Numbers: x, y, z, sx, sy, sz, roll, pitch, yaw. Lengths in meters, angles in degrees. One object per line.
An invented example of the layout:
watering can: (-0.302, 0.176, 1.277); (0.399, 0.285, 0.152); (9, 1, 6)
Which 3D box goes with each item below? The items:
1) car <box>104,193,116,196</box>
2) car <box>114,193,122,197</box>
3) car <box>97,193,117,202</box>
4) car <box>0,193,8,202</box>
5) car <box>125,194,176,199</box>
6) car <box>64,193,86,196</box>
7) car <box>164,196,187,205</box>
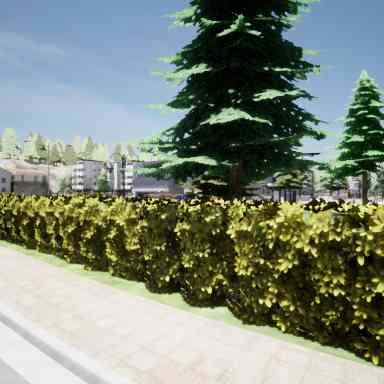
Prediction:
car: (-15.867, 1.097, 69.694); (1.932, 1.855, 4.605); (0, 0, 44)
car: (-10.069, 1.384, 53.354); (1.970, 1.475, 3.806); (0, 0, 44)
car: (-18.225, 1.077, 71.441); (1.905, 1.878, 3.866); (0, 0, 44)
car: (-41.776, 1.097, 70.259); (1.932, 1.855, 4.605); (0, 0, 44)
car: (-4.187, 1.221, 35.114); (2.150, 2.045, 5.566); (0, 0, 44)
car: (-27.331, 1.153, 80.428); (2.152, 1.636, 5.027); (0, 0, 44)
car: (-2.736, 1.374, 56.543); (1.845, 1.501, 3.633); (0, 0, 44)
